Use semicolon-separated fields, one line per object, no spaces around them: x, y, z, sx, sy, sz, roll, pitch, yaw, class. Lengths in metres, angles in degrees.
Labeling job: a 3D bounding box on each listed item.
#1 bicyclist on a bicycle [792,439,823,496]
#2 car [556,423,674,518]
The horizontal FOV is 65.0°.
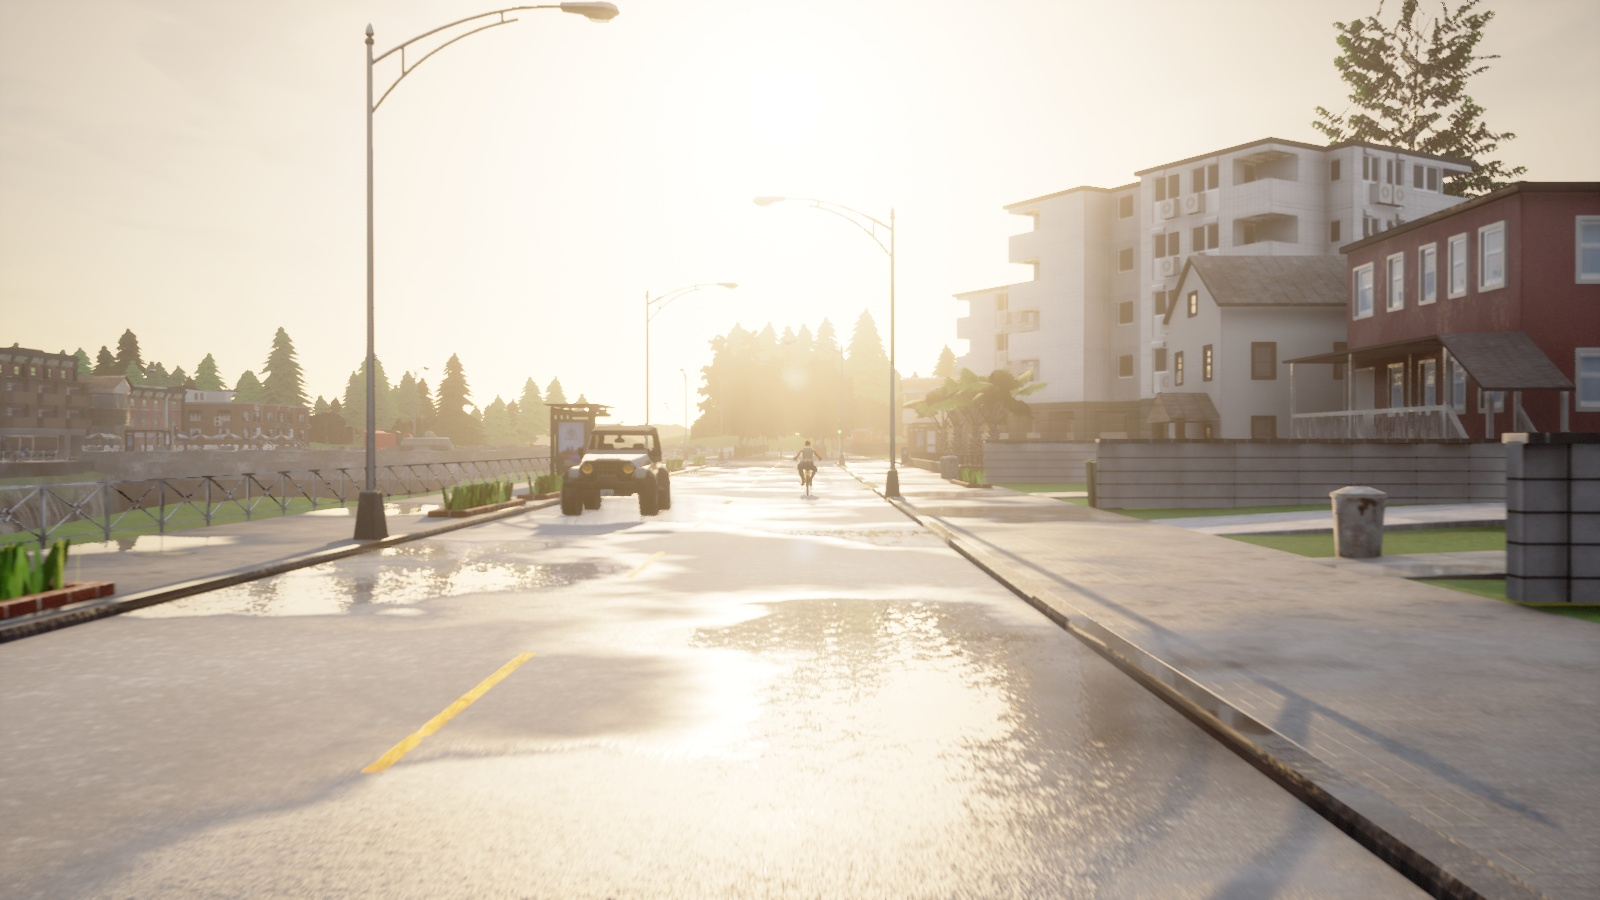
0.220;0.479;36.142;0.866;1.612;1.509;0;0;0;bicyclist on a bicycle
-3.833;0.389;26.587;1.905;1.878;3.866;0;0;0;car
